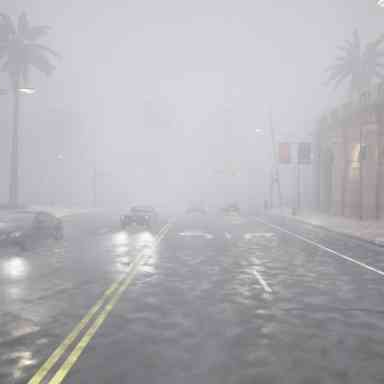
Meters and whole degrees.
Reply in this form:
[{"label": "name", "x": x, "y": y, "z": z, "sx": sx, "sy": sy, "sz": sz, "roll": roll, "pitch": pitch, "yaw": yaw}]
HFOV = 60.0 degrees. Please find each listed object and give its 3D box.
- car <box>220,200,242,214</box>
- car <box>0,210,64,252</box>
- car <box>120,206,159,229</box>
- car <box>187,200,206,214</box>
[{"label": "car", "x": 3.963, "y": 1.525, "z": 34.837, "sx": 1.812, "sy": 1.442, "sz": 4.674, "roll": 0, "pitch": 0, "yaw": 2}, {"label": "car", "x": -7.020, "y": 1.525, "z": 14.093, "sx": 1.812, "sy": 1.442, "sz": 4.674, "roll": 0, "pitch": 0, "yaw": 1}, {"label": "car", "x": -3.374, "y": 1.600, "z": 21.921, "sx": 1.895, "sy": 1.301, "sz": 4.718, "roll": 0, "pitch": 0, "yaw": 1}, {"label": "car", "x": 0.429, "y": 1.547, "z": 34.857, "sx": 2.033, "sy": 1.411, "sz": 5.357, "roll": 0, "pitch": 0, "yaw": 1}]
